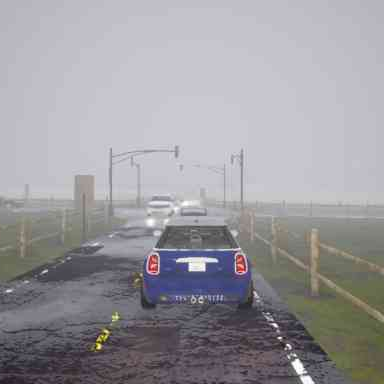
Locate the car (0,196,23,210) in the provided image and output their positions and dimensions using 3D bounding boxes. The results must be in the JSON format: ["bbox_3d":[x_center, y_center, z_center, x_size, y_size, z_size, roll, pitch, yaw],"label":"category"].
[{"bbox_3d":[-21.078,1.112,36.297,5.008,1.535,1.882,1,0,0],"label":"car"}]

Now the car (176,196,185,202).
[{"bbox_3d":[-2.754,1.578,80.401,1.994,1.385,4.181,0,0,0],"label":"car"}]

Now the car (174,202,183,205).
[{"bbox_3d":[0.080,1.507,17.196,1.837,1.490,4.892,0,0,0],"label":"car"}]

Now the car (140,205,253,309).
[{"bbox_3d":[0.090,1.353,8.030,2.097,1.767,4.553,0,0,0],"label":"car"}]

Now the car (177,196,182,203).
[{"bbox_3d":[-3.100,1.613,53.285,1.895,1.301,4.718,0,0,3],"label":"car"}]

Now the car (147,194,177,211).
[{"bbox_3d":[-2.862,1.212,31.244,2.150,2.045,5.566,1,1,0],"label":"car"}]

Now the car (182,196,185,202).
[{"bbox_3d":[-2.782,1.545,69.338,1.812,1.442,4.674,0,0,0],"label":"car"}]
